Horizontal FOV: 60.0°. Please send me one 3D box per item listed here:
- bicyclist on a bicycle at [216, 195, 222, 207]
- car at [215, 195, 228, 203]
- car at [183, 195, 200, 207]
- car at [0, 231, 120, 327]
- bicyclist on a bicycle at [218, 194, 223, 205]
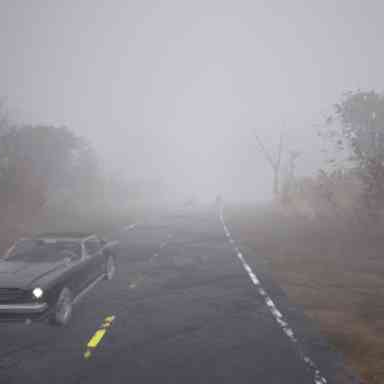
[{"bbox_3d":[3.707,1.330,48.125,0.659,1.776,1.843,0,0,7],"label":"bicyclist on a bicycle"},{"bbox_3d":[5.841,1.510,69.231,1.994,1.385,4.181,0,0,10],"label":"car"},{"bbox_3d":[0.012,1.308,50.063,2.097,1.767,4.553,0,0,7],"label":"car"},{"bbox_3d":[-2.998,1.591,7.156,1.895,1.301,4.718,0,0,1],"label":"car"},{"bbox_3d":[4.944,1.326,57.799,0.659,1.776,1.843,0,0,8],"label":"bicyclist on a bicycle"}]
